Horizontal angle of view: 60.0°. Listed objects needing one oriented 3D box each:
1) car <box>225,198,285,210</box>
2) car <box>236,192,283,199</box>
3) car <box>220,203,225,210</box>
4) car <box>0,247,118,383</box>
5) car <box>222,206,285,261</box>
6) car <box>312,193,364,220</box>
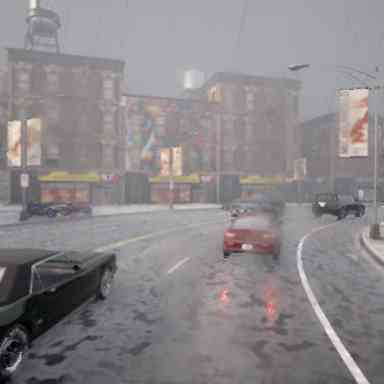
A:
[{"bbox_3d":[4.955,1.398,24.811,2.033,1.411,5.357,1,0,38],"label":"car"},{"bbox_3d":[6.706,1.032,31.897,5.566,2.045,2.150,0,0,-41],"label":"car"},{"bbox_3d":[5.422,1.325,35.412,5.357,1.411,2.033,0,0,-40],"label":"car"},{"bbox_3d":[-2.790,1.545,5.333,1.895,1.301,4.718,0,0,7],"label":"car"},{"bbox_3d":[2.317,1.452,12.087,1.812,1.442,4.674,0,0,17],"label":"car"},{"bbox_3d":[11.929,1.097,27.052,5.566,2.045,2.150,0,0,-41],"label":"car"}]
